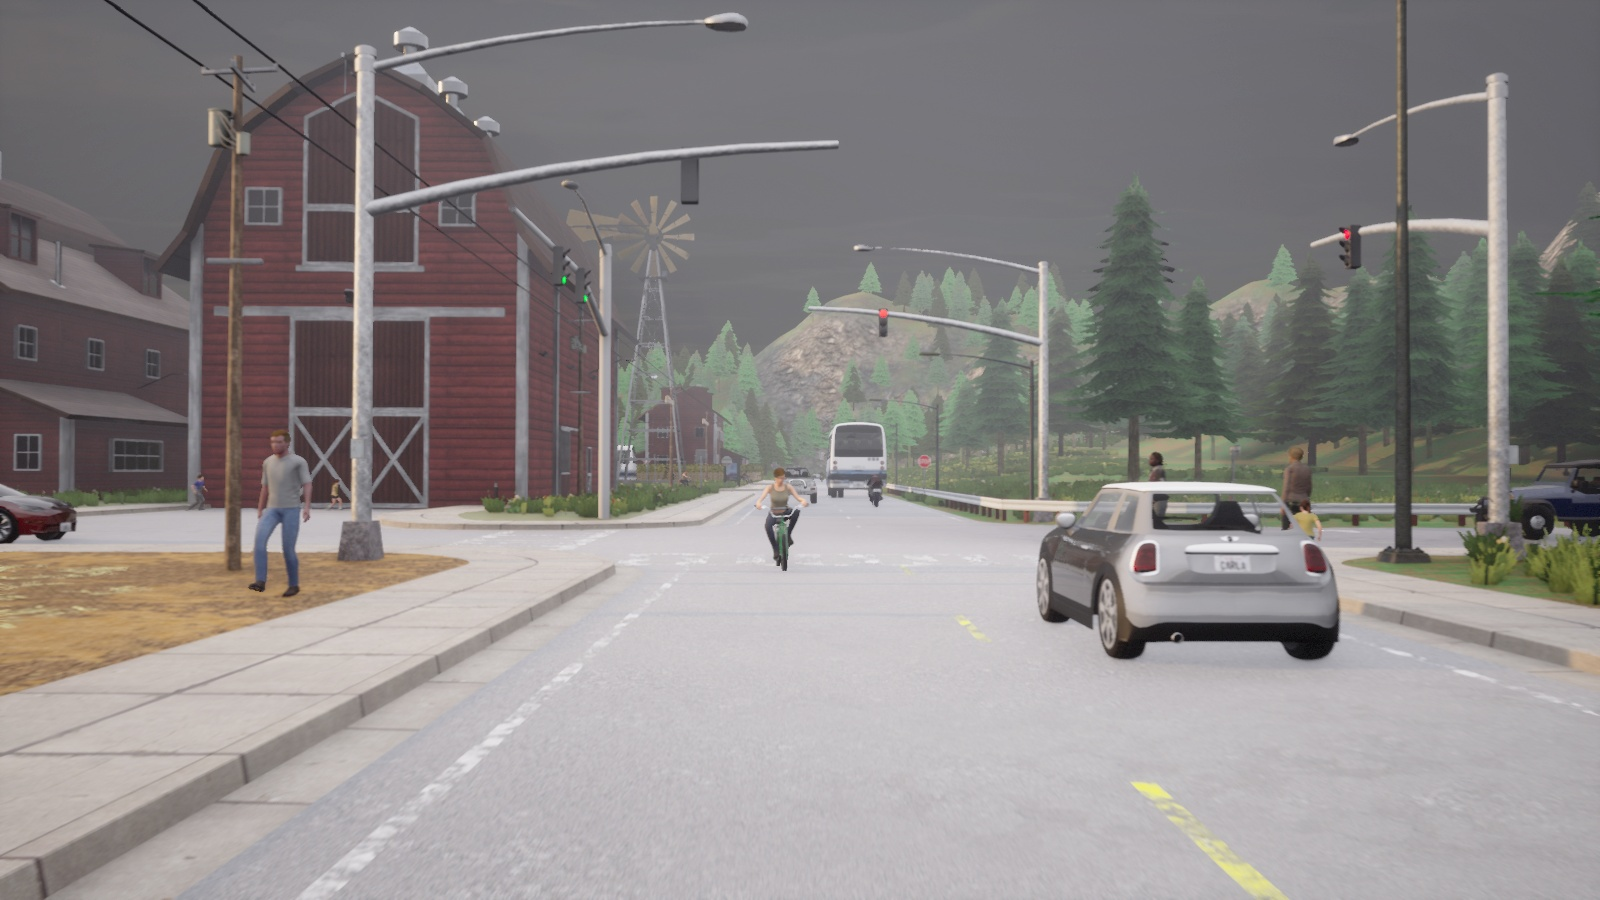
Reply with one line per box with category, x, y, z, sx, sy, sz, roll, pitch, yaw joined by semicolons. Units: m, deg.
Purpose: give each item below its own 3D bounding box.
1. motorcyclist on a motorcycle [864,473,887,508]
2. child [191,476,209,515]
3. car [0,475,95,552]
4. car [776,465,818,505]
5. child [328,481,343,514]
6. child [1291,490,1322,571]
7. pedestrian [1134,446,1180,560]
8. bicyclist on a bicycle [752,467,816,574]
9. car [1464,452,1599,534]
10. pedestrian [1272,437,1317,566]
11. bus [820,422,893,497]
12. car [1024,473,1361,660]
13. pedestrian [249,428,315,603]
motorcyclist on a motorcycle;3.364;1.773;55.947;0.866;1.530;2.191;0;-1;0
child;-19.541;1.473;40.884;0.437;1.263;0.270;0;-1;-1
car;-17.376;1.283;25.603;4.792;1.488;2.163;0;-1;-1
car;-0.147;1.642;60.315;1.932;1.855;4.605;0;-1;0
child;-15.574;1.581;42.117;0.394;1.110;0.255;0;-1;7
child;7.084;1.116;17.573;0.255;1.110;0.394;0;-1;0
pedestrian;6.060;0.894;21.321;0.666;1.930;0.402;0;-1;1
bicyclist on a bicycle;-0.273;1.087;19.959;0.866;1.612;1.509;-1;-1;-6
car;18.226;1.011;29.841;3.866;1.878;1.905;0;-1;-1
pedestrian;7.231;0.749;18.373;0.331;1.846;0.634;0;-1;-6
bus;3.309;0.706;76.568;3.944;4.253;10.273;0;-2;0
car;3.471;0.966;11.929;1.970;1.475;3.806;0;-1;0
pedestrian;-5.586;0.697;13.570;0.354;1.836;0.706;0;-1;7
